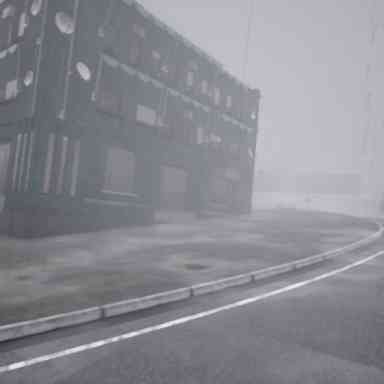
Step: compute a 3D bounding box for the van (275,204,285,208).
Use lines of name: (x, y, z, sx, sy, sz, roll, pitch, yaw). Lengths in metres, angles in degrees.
van: (16.614, 3.291, 62.468, 1.878, 1.987, 4.442, 3, -6, 15)
